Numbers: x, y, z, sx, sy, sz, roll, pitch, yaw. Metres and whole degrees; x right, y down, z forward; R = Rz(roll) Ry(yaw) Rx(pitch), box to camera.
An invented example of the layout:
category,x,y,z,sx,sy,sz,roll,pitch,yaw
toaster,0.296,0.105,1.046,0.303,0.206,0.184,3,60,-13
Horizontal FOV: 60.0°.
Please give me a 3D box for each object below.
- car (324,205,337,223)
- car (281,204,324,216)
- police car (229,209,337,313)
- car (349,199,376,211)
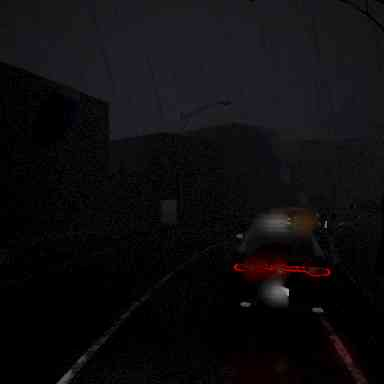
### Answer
category,x,y,z,sx,sy,sz,roll,pitch,yaw
car,8.033,1.537,21.451,1.837,1.490,4.892,1,0,34
car,5.189,1.493,16.621,1.882,1.535,5.008,1,0,26
police car,2.048,1.428,7.952,1.930,1.638,5.238,0,0,13
car,21.507,1.574,41.823,4.902,1.511,2.128,0,1,-43
